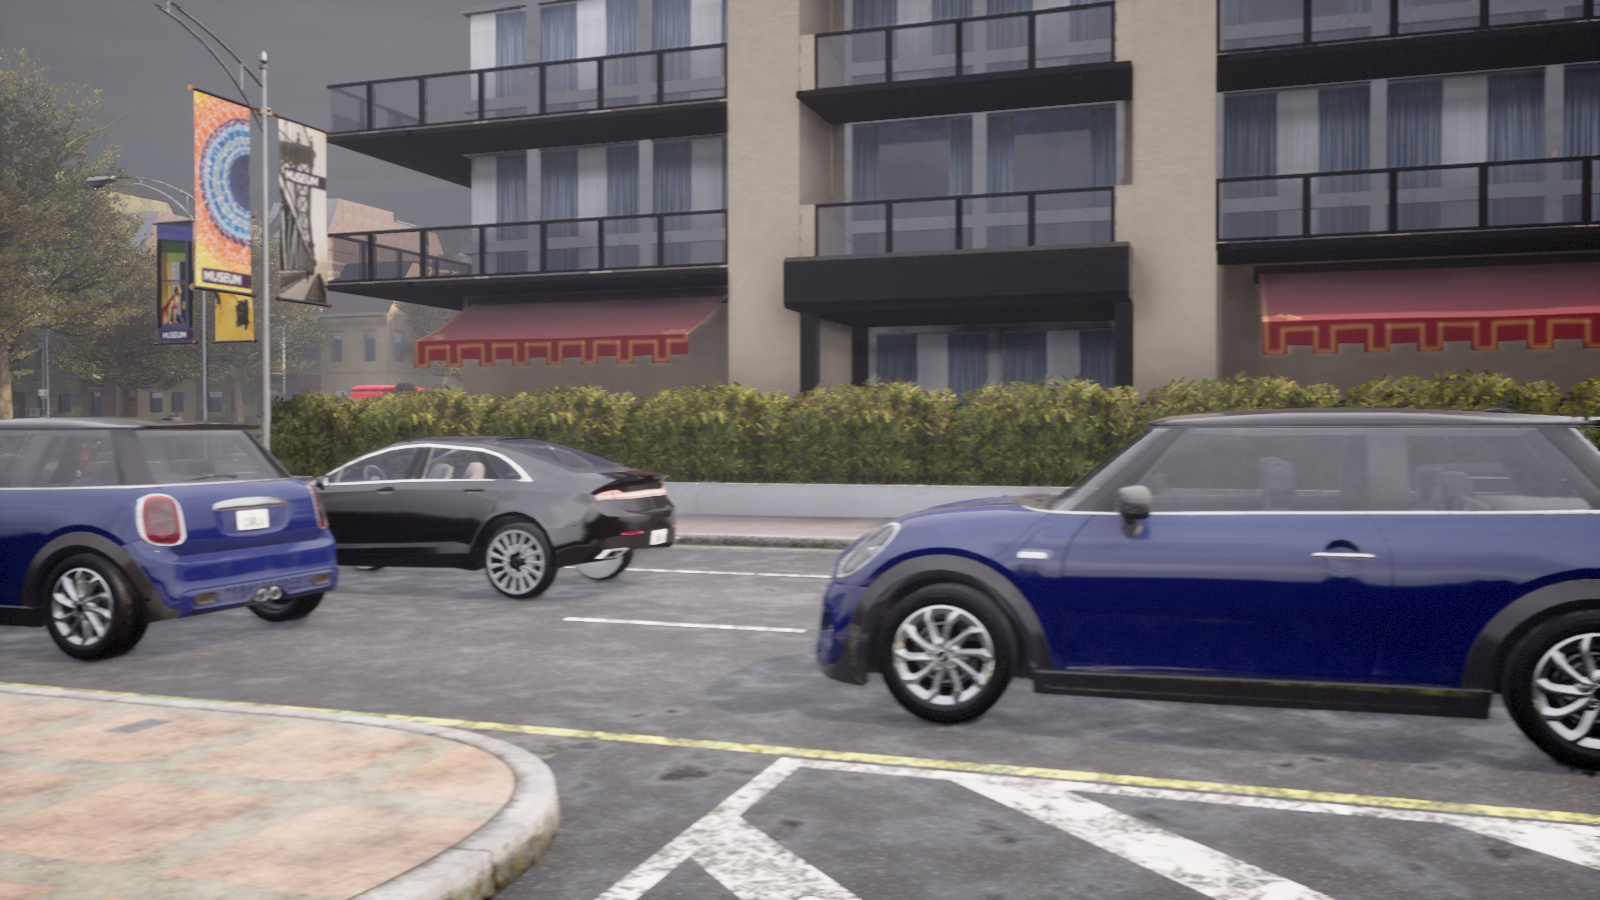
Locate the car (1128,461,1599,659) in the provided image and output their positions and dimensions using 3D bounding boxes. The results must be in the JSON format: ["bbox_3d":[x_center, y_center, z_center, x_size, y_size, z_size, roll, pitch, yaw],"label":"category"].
[{"bbox_3d":[5.098,0.789,9.918,4.718,1.301,1.895,1,1,19],"label":"car"}]

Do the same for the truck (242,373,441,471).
[{"bbox_3d":[-17.366,-1.046,48.319,2.891,3.462,7.936,1,1,18],"label":"truck"}]

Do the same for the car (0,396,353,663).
[{"bbox_3d":[-6.150,0.487,10.008,4.553,1.767,2.097,1,1,19],"label":"car"}]

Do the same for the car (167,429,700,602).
[{"bbox_3d":[-3.713,0.550,12.881,4.902,1.511,2.128,1,1,19],"label":"car"}]

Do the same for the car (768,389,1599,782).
[{"bbox_3d":[2.320,0.578,7.159,4.553,1.767,2.097,1,1,18],"label":"car"}]
